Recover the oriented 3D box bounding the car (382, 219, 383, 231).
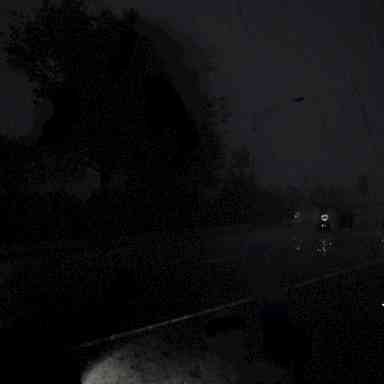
[{"bbox_3d":[12.980,1.582,19.933,1.812,1.442,4.674,0,0,45],"label":"car"}]

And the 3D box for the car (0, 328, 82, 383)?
[{"bbox_3d":[-2.744,1.565,1.908,4.181,1.385,1.994,0,0,-35],"label":"car"}]

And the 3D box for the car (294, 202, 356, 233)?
[{"bbox_3d":[8.090,1.400,20.111,4.553,1.767,2.097,0,0,-44],"label":"car"}]
